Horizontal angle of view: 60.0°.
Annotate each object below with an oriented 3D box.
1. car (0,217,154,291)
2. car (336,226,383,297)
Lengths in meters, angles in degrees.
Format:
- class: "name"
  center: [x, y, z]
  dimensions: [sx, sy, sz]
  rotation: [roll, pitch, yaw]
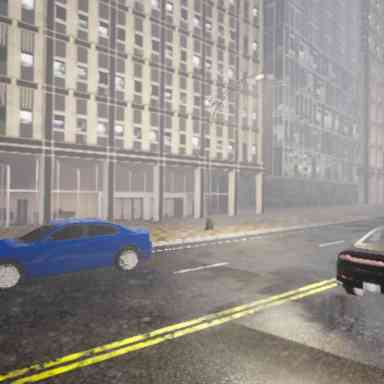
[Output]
- class: "car"
  center: [-3.493, 1.493, 9.272]
  dimensions: [5.008, 1.535, 1.882]
  rotation: [0, 0, -37]
- class: "car"
  center: [5.111, 1.478, 7.391]
  dimensions: [4.902, 1.511, 2.128]
  rotation: [0, 0, -38]
